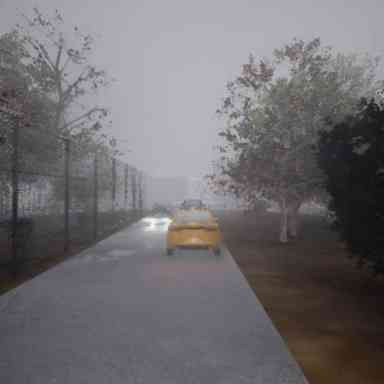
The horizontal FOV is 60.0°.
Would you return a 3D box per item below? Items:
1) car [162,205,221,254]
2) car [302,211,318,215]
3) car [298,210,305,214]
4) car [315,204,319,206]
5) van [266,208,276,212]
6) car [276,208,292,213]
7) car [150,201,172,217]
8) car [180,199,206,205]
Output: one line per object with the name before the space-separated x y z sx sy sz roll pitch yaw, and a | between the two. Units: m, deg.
car | 0.074 1.463 13.410 1.882 1.535 5.008 0 -1 1
car | 19.830 4.361 50.119 2.435 2.045 5.566 0 1 -18
car | 20.532 4.144 67.053 2.435 2.045 5.566 0 0 -18
car | 26.415 4.143 66.914 2.435 2.045 5.566 0 0 -18
van | 14.563 4.170 67.373 1.878 1.987 4.442 0 0 -18
car | 17.575 4.144 67.147 2.435 2.045 5.566 0 0 -18
car | -2.808 1.566 31.455 1.895 1.301 4.718 0 0 0
car | 0.069 1.322 27.154 2.097 1.767 4.553 0 0 0
